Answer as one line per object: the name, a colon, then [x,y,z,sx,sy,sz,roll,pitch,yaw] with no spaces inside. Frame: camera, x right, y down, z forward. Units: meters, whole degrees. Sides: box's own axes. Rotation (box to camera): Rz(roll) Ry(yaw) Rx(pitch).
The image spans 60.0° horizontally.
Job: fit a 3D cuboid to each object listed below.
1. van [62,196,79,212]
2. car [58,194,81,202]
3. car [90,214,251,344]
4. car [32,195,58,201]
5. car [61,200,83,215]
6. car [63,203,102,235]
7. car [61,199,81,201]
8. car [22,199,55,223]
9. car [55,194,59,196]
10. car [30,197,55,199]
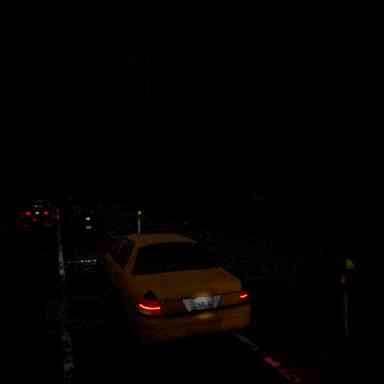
van: [-14.367,1.343,39.228,1.690,1.788,3.998,0,0,-22]
car: [-12.282,1.316,34.114,2.192,1.841,5.009,0,0,-22]
car: [-0.832,1.457,6.796,1.801,1.575,5.366,0,0,-22]
car: [-18.186,1.494,41.260,2.128,1.511,4.902,0,0,-21]
car: [-8.112,1.552,23.883,2.008,1.369,4.403,0,0,-22]
car: [-6.027,1.551,18.768,2.008,1.369,4.403,0,0,-22]
car: [-10.197,1.567,28.998,1.947,1.339,4.313,0,0,-22]
car: [-11.951,1.549,25.987,2.033,1.411,5.357,0,0,-22]
car: [-31.200,1.470,79.763,1.967,1.590,4.097,0,0,-23]
car: [-16.009,1.527,35.685,1.812,1.442,4.674,0,0,-22]
